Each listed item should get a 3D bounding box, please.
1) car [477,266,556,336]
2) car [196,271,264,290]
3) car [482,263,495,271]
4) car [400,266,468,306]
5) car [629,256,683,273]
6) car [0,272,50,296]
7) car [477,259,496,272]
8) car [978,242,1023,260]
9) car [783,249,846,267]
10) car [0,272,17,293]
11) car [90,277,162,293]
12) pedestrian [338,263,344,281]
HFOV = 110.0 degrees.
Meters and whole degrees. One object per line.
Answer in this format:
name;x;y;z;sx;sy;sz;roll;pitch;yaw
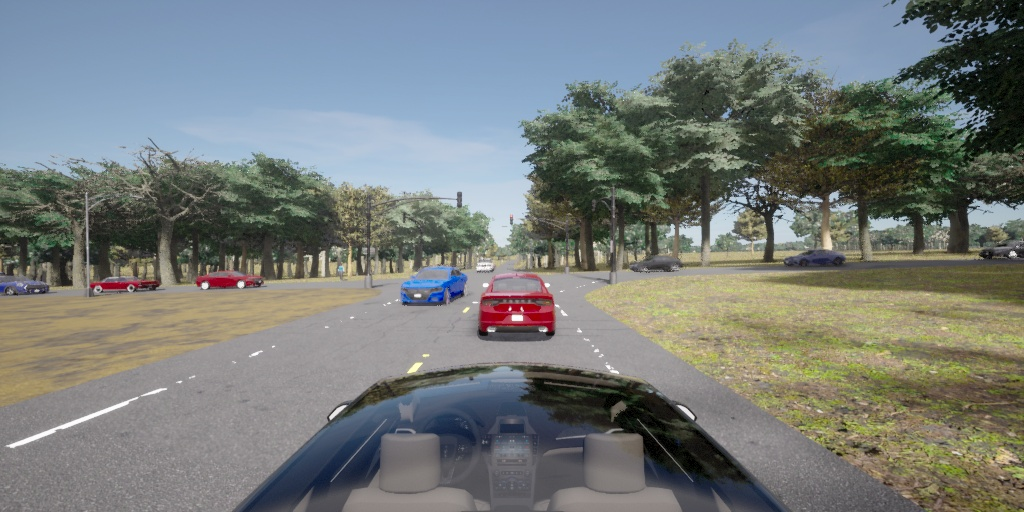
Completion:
car;0.129;1.229;10.446;1.882;1.535;5.008;0;0;0
car;-23.682;1.973;30.224;5.008;1.535;1.882;-2;-1;2
car;-4.074;1.907;62.961;1.994;1.385;4.181;0;-1;0
car;-3.332;1.230;16.083;1.882;1.535;5.008;0;0;6
car;12.761;0.721;31.898;4.674;1.442;1.812;-2;-1;-5
car;-43.321;2.500;31.141;4.553;1.767;2.097;-2;-1;3
car;-3.910;1.391;53.011;2.150;2.045;5.566;0;-1;1
car;43.687;-0.493;31.025;4.892;1.490;1.837;-2;-1;3
car;26.755;0.173;31.758;4.674;1.442;1.812;-3;-1;2
car;-52.812;2.699;35.247;5.566;2.045;2.150;-2;-1;3
car;-33.040;2.415;30.647;4.718;1.301;1.895;-2;-1;3
pedestrian;-17.905;1.665;37.570;0.375;1.860;0.375;0;1;3
